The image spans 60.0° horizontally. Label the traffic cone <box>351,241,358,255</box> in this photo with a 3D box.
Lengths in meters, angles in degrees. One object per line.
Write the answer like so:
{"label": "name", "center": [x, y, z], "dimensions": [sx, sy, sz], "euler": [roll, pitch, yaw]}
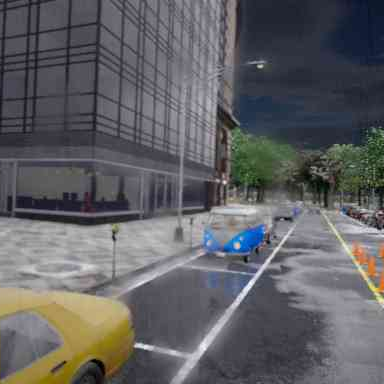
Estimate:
{"label": "traffic cone", "center": [6.982, 2.362, 14.122], "dimensions": [0.340, 0.580, 0.340], "euler": [2, -1, 20]}

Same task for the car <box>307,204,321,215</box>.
{"label": "car", "center": [19.467, 2.770, 53.064], "dimensions": [1.837, 1.490, 4.892], "euler": [2, -1, 20]}

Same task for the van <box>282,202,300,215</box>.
{"label": "van", "center": [11.043, 2.125, 38.126], "dimensions": [1.690, 1.788, 3.998], "euler": [2, -1, 20]}

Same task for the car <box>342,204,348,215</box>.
{"label": "car", "center": [24.663, 2.765, 50.491], "dimensions": [2.192, 1.841, 5.009], "euler": [2, -1, 20]}

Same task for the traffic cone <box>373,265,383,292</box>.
{"label": "traffic cone", "center": [4.913, 2.229, 8.492], "dimensions": [0.340, 0.580, 0.340], "euler": [2, -1, 20]}

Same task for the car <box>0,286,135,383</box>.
{"label": "car", "center": [-2.144, 1.459, 2.245], "dimensions": [1.752, 1.417, 4.829], "euler": [2, -1, 20]}

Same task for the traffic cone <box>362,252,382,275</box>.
{"label": "traffic cone", "center": [5.603, 2.273, 10.368], "dimensions": [0.340, 0.580, 0.340], "euler": [2, -1, 20]}

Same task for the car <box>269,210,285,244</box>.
{"label": "car", "center": [3.537, 1.849, 17.713], "dimensions": [2.008, 1.369, 4.403], "euler": [2, -1, 20]}

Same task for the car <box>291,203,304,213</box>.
{"label": "car", "center": [18.537, 2.716, 58.536], "dimensions": [1.967, 1.590, 4.097], "euler": [2, -1, 20]}

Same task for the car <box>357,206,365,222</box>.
{"label": "car", "center": [19.090, 2.611, 35.340], "dimensions": [1.752, 1.417, 4.829], "euler": [2, -1, 20]}

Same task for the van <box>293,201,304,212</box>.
{"label": "van", "center": [20.416, 2.740, 63.640], "dimensions": [1.690, 1.788, 3.998], "euler": [2, -1, 20]}

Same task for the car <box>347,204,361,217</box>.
{"label": "car", "center": [22.784, 2.767, 45.386], "dimensions": [1.967, 1.590, 4.097], "euler": [2, -1, 20]}

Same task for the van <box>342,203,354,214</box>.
{"label": "van", "center": [28.411, 3.039, 60.696], "dimensions": [1.690, 1.788, 3.998], "euler": [2, -1, 20]}

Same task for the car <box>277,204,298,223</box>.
{"label": "car", "center": [9.160, 2.228, 33.021], "dimensions": [1.947, 1.339, 4.313], "euler": [2, -1, 20]}

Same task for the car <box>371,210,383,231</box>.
{"label": "car", "center": [15.291, 2.154, 24.977], "dimensions": [2.192, 1.841, 5.009], "euler": [2, -1, 20]}

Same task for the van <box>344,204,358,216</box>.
{"label": "van", "center": [26.536, 2.915, 55.593], "dimensions": [1.690, 1.788, 3.998], "euler": [2, -1, 20]}

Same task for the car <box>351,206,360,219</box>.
{"label": "car", "center": [20.905, 2.749, 40.283], "dimensions": [1.887, 1.381, 4.507], "euler": [2, -1, 20]}

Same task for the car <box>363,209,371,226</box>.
{"label": "car", "center": [17.156, 2.511, 30.077], "dimensions": [2.008, 1.369, 4.403], "euler": [2, -1, 20]}

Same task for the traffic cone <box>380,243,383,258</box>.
{"label": "traffic cone", "center": [7.920, 2.397, 13.777], "dimensions": [0.340, 0.580, 0.340], "euler": [2, -1, 20]}

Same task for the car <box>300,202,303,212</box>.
{"label": "car", "center": [14.784, 2.595, 48.330], "dimensions": [1.947, 1.339, 4.313], "euler": [2, -1, 20]}

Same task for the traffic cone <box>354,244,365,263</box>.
{"label": "traffic cone", "center": [6.293, 2.318, 12.246], "dimensions": [0.340, 0.580, 0.340], "euler": [2, -1, 20]}

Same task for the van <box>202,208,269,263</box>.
{"label": "van", "center": [1.671, 1.519, 12.612], "dimensions": [1.690, 1.788, 3.998], "euler": [2, -1, 20]}

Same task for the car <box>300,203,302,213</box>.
{"label": "car", "center": [12.852, 2.428, 43.068], "dimensions": [1.752, 1.417, 4.829], "euler": [2, -1, 20]}
